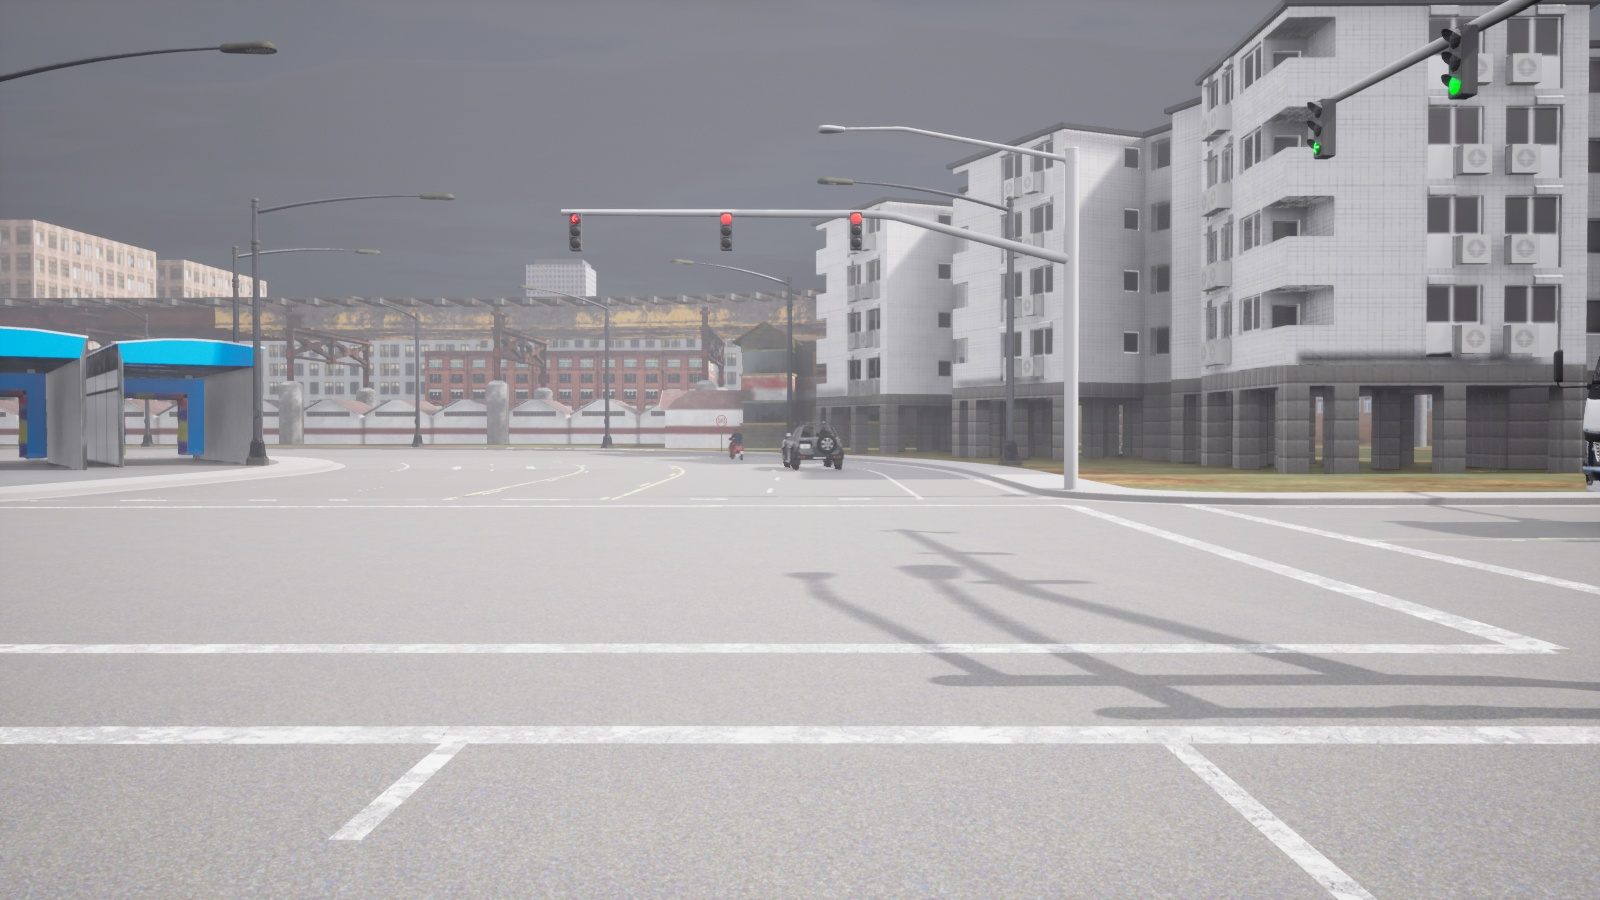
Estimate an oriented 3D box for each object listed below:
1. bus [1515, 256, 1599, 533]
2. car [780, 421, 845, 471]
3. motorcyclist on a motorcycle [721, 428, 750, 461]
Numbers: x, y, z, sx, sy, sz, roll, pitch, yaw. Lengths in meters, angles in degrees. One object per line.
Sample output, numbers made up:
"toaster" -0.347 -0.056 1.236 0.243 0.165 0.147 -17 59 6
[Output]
"bus" 17.421 -0.860 19.572 10.273 4.253 3.944 0 1 -1
"car" 0.445 -0.198 49.101 1.932 1.855 4.605 0 1 -7
"motorcyclist on a motorcycle" -3.170 -0.292 61.977 0.866 1.590 1.817 -1 1 -22
